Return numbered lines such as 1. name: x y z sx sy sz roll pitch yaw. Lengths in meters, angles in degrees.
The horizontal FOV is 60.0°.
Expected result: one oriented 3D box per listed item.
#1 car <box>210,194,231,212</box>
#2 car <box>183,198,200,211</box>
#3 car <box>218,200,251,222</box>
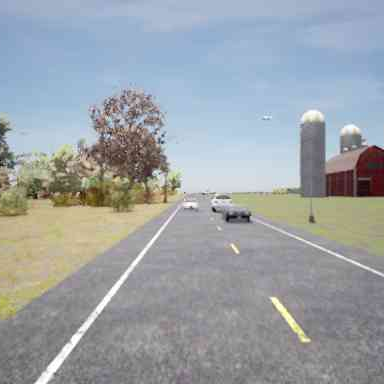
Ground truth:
1. car: 3.408 1.222 38.887 2.150 2.045 5.566 0 0 0
2. car: -0.117 1.508 39.772 1.812 1.442 4.674 0 0 0
3. car: 3.460 1.606 26.697 1.895 1.301 4.718 0 0 0
